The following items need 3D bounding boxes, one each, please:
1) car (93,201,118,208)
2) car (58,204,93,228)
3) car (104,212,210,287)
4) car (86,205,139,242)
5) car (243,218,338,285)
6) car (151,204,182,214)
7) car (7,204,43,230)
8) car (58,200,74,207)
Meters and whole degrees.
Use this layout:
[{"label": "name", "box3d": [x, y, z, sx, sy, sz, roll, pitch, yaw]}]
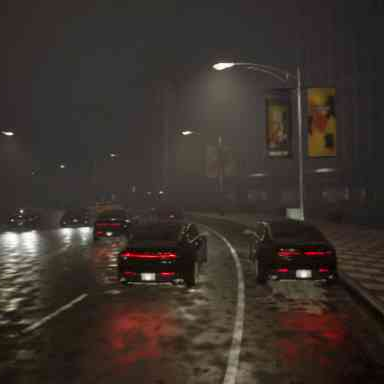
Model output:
[{"label": "car", "box3d": [-9.922, 1.876, 35.816, 1.882, 1.535, 5.008, 0, -1, -31]}, {"label": "car", "box3d": [-8.879, 1.885, 25.532, 1.994, 1.385, 4.181, -1, 0, -17]}, {"label": "car", "box3d": [-0.626, 1.573, 9.568, 1.837, 1.490, 4.892, -1, 0, 8]}, {"label": "car", "box3d": [-3.965, 1.684, 17.714, 1.837, 1.490, 4.892, -1, 0, -3]}, {"label": "car", "box3d": [2.626, 1.509, 9.523, 1.837, 1.490, 4.892, -1, 0, 6]}, {"label": "car", "box3d": [-2.151, 1.674, 26.796, 1.882, 1.535, 5.008, -1, 0, -15]}, {"label": "car", "box3d": [-12.271, 1.907, 24.716, 2.128, 1.511, 4.902, -1, 0, -18]}, {"label": "car", "box3d": [-24.367, 2.320, 64.179, 2.231, 1.521, 4.892, -1, 0, -40]}]
